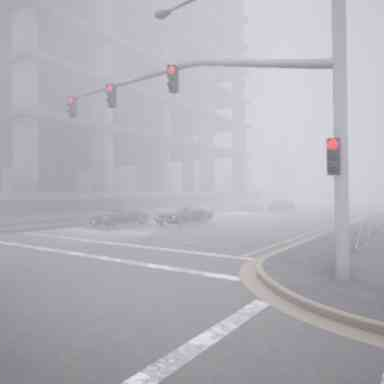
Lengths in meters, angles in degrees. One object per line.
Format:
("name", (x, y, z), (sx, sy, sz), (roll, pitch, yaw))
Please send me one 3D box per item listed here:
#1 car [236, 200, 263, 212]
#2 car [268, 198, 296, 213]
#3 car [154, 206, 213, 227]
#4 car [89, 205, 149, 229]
("car", (6.884, 1.663, 39.771), (1.994, 1.385, 4.181), (-1, 0, 36))
("car", (10.515, 1.528, 38.817), (1.882, 1.535, 5.008), (-1, 0, 36))
("car", (-0.500, 1.692, 23.630), (1.895, 1.301, 4.718), (-1, 0, 36))
("car", (-4.989, 1.669, 23.364), (1.812, 1.442, 4.674), (-1, 0, 36))
